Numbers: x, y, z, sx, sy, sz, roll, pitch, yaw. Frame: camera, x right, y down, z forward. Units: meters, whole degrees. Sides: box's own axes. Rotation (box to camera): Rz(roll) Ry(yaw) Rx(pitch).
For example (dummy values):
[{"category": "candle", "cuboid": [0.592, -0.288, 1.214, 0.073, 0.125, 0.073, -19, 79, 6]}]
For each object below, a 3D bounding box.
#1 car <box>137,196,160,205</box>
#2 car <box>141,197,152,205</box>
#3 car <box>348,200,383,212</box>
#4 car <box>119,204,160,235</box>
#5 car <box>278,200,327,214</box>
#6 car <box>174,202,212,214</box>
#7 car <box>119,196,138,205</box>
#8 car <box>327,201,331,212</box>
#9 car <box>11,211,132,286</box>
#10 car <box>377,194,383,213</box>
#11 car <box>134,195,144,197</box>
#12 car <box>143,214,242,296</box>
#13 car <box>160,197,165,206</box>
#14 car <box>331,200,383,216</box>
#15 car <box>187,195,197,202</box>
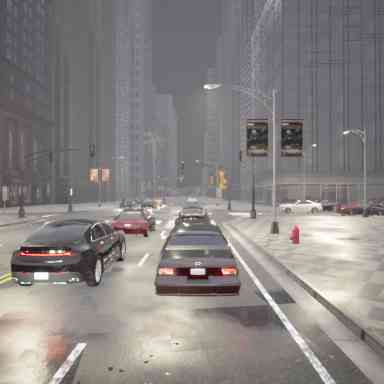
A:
[{"category": "car", "cuboid": [-6.562, 1.778, 50.875, 2.033, 1.411, 5.357, 0, 0, 0]}, {"category": "car", "cuboid": [-9.705, 1.906, 71.129, 1.812, 1.442, 4.674, 0, 0, 0]}, {"category": "car", "cuboid": [20.850, 1.643, 38.863, 4.313, 1.339, 1.947, 0, 0, -1]}, {"category": "car", "cuboid": [-3.138, 1.601, 18.282, 1.994, 1.385, 4.181, 0, 0, 0]}, {"category": "car", "cuboid": [11.658, 1.602, 35.968, 4.674, 1.442, 1.812, 0, -1, -1]}, {"category": "car", "cuboid": [0.059, 1.543, 18.534, 1.837, 1.490, 4.892, 0, 0, 1]}, {"category": "car", "cuboid": [-9.843, 1.734, 50.763, 1.837, 1.490, 4.892, 0, 0, -2]}, {"category": "car", "cuboid": [15.210, 1.663, 38.779, 4.313, 1.339, 1.947, 0, 0, -1]}, {"category": "car", "cuboid": [-3.145, 1.516, 9.381, 1.837, 1.490, 4.892, 0, 0, 0]}, {"category": "car", "cuboid": [23.500, 1.261, 36.151, 5.566, 2.045, 2.150, 0, -1, 0]}, {"category": "car", "cuboid": [-9.779, 1.522, 60.783, 2.150, 2.045, 5.566, 0, 0, 0]}, {"category": "car", "cuboid": [0.112, 1.557, 8.796, 2.033, 1.411, 5.357, 0, 0, 0]}, {"category": "car", "cuboid": [-6.532, 1.648, 60.157, 2.097, 1.767, 4.553, 0, 0, 0]}, {"category": "car", "cuboid": [15.335, 1.577, 30.256, 4.206, 1.307, 1.802, 0, 0, -1]}, {"category": "car", "cuboid": [0.050, 1.657, 77.200, 2.150, 2.045, 5.566, 0, 0, 0]}]
